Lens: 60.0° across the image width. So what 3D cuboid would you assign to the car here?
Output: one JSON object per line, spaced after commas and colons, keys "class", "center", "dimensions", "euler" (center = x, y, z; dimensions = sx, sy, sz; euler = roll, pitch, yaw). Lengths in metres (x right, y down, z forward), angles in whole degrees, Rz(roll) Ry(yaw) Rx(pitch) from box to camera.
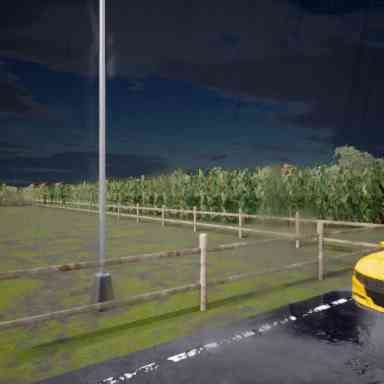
{"class": "car", "center": [5.281, 1.477, 6.857], "dimensions": [5.008, 1.535, 1.882], "euler": [0, 0, -36]}
